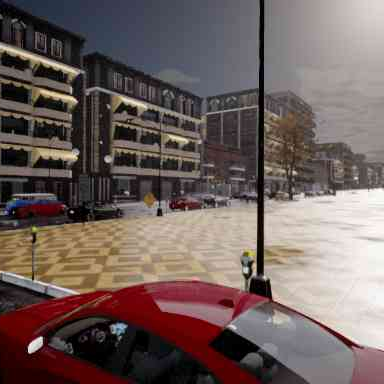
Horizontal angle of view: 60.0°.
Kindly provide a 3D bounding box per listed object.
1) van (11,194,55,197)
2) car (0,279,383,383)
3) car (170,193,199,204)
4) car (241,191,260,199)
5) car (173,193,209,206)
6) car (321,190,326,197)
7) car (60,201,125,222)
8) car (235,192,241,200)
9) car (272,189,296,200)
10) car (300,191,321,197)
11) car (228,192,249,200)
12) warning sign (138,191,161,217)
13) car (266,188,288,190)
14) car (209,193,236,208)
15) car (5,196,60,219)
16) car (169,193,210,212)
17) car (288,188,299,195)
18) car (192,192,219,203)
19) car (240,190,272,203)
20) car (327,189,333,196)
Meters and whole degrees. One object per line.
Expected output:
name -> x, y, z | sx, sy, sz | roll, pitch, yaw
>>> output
van -> -13.661, 1.035, 28.471 | 1.690, 1.788, 3.998 | 2, 2, 35
car -> -0.324, 1.544, 3.095 | 4.507, 1.381, 1.887 | 0, 0, 35
car -> -1.016, 0.909, 46.813 | 1.947, 1.339, 4.313 | 2, 2, 35
car -> 11.536, 0.525, 65.009 | 1.752, 1.417, 4.829 | 2, 2, 35
car -> -0.037, 0.944, 43.677 | 2.033, 1.411, 5.357 | 1, 1, 35
car -> 28.015, 0.360, 74.145 | 2.008, 1.369, 4.403 | 2, 2, 35
car -> -6.765, 1.329, 23.719 | 1.947, 1.339, 4.313 | 2, 2, 35
car -> 9.098, 0.735, 51.299 | 2.128, 1.511, 4.902 | 1, 1, 35
car -> 15.465, 0.675, 55.948 | 1.752, 1.417, 4.829 | 2, 2, 35
car -> 24.854, 0.445, 69.562 | 2.008, 1.369, 4.403 | 2, 2, 35
car -> 8.470, 0.649, 60.567 | 1.947, 1.339, 4.313 | 2, 2, 35
warning sign -> -3.150, 0.851, 24.811 | 1.300, 1.860, 1.060 | -1, 0, 35
car -> 15.670, 0.569, 60.835 | 1.837, 1.490, 4.892 | 1, 1, 35
car -> 2.720, 1.050, 37.470 | 2.008, 1.369, 4.403 | 2, 2, 35
car -> -12.069, 1.294, 26.245 | 1.994, 1.385, 4.181 | 1, 1, 34
car -> -0.442, 1.132, 32.886 | 1.887, 1.381, 4.507 | 2, 2, 35
car -> 24.281, -0.030, 83.481 | 2.192, 1.841, 5.009 | 2, 2, 35
car -> 2.146, 0.807, 51.397 | 2.008, 1.369, 4.403 | 2, 2, 35
car -> 9.044, 0.876, 46.639 | 2.008, 1.369, 4.403 | 2, 2, 35
car -> 34.340, 0.078, 83.311 | 1.967, 1.590, 4.097 | 2, 2, 35
